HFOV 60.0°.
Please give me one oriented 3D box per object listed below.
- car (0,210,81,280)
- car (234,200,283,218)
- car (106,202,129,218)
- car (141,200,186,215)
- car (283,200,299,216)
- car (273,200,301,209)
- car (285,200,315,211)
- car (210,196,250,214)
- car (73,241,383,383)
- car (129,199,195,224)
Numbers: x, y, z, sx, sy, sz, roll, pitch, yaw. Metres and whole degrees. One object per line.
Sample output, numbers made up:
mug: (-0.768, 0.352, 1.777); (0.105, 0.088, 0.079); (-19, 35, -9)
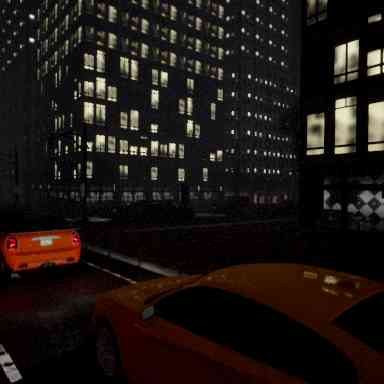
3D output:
car: (-5.182, 1.347, 10.370); (2.097, 1.767, 4.553); (0, 0, -40)
car: (6.823, 1.834, 33.914); (4.829, 1.417, 1.752); (1, 0, -39)
car: (-5.688, 1.644, 31.274); (4.674, 1.442, 1.812); (1, 1, -37)
car: (-3.092, 1.649, 36.691); (4.829, 1.417, 1.752); (1, 0, -39)
car: (11.084, 1.937, 37.344); (4.206, 1.307, 1.802); (1, 0, -39)
car: (14.609, 1.883, 50.938); (4.313, 1.339, 1.947); (1, 0, -39)
car: (15.725, 1.878, 48.454); (4.674, 1.442, 1.812); (1, 0, -38)
car: (4.670, 1.453, 39.596); (5.566, 2.045, 2.150); (0, 1, -39)
car: (0.715, 1.477, 3.293); (1.882, 1.535, 5.008); (0, 0, -40)
car: (-2.094, 1.525, 26.734); (5.009, 1.841, 2.192); (1, 0, -39)
